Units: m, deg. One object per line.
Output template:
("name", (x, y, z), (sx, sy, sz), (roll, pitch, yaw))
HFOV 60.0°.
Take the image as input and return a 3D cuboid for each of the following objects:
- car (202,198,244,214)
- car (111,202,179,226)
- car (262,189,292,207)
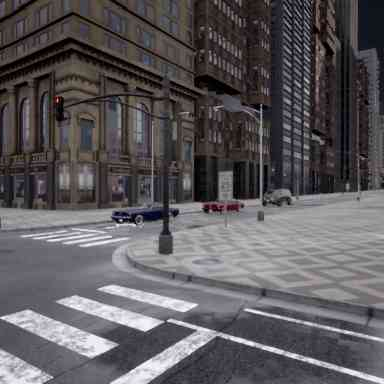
("car", (2.842, 1.217, 29.753), (1.895, 1.301, 4.718), (0, 1, 35))
("car", (-2.960, 1.351, 21.619), (1.895, 1.301, 4.718), (0, 1, 36))
("car", (10.241, 0.669, 40.124), (2.150, 2.045, 5.566), (0, 1, 35))
